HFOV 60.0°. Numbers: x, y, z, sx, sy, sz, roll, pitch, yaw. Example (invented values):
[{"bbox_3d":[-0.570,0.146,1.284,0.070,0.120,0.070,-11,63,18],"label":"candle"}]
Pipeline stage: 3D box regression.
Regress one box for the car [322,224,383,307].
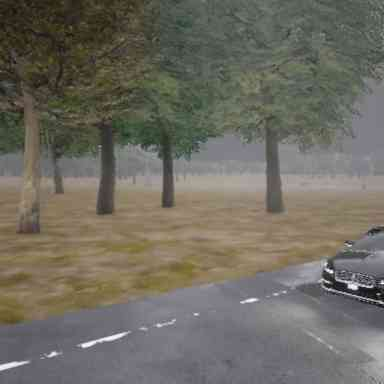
[{"bbox_3d":[4.932,1.515,7.628,4.892,1.490,1.837,0,0,-37],"label":"car"}]
